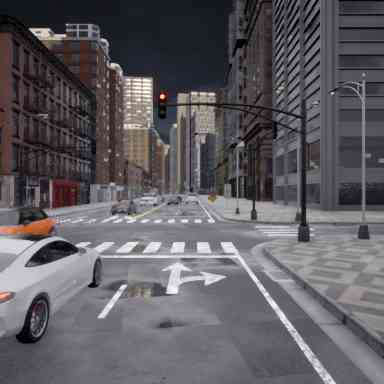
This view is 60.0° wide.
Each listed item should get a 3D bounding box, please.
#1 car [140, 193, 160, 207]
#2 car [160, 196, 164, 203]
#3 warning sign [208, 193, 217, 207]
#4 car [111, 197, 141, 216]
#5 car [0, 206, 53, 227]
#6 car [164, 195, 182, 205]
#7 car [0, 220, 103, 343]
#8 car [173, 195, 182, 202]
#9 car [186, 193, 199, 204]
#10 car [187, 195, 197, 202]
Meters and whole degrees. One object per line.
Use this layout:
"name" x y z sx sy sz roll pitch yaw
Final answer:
"car" -6.593 1.201 50.865 2.150 2.045 5.566 0 0 0
"car" -6.496 1.479 67.840 2.128 1.511 4.902 0 0 0
"warning sign" 2.851 1.098 46.330 1.300 1.860 1.060 0 0 0
"car" -6.597 1.500 32.530 1.837 1.490 4.892 0 0 0
"car" -6.599 1.352 11.782 2.097 1.767 4.553 0 0 0
"car" -3.146 1.519 57.694 2.033 1.411 5.357 0 0 0
"car" -3.152 1.526 6.317 1.812 1.442 4.674 0 0 2
"car" -3.236 1.460 73.716 1.837 1.490 4.892 0 0 0
"car" 0.051 1.190 62.339 2.150 2.045 5.566 0 0 0
"car" 0.005 1.384 72.843 2.033 1.411 5.357 0 0 0
